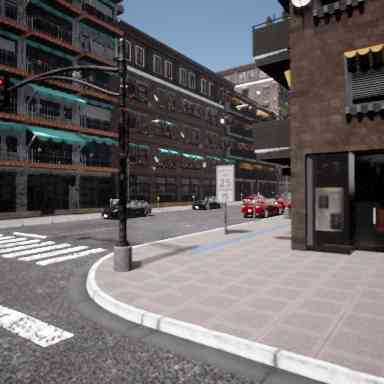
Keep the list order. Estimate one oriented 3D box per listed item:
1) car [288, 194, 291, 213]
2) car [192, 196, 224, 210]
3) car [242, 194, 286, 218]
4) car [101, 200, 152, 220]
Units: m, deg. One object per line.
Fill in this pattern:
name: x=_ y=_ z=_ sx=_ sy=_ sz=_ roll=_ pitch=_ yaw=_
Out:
car: x=8.553 y=1.082 z=29.808 sx=1.802 sy=1.307 sz=4.206 roll=1 pitch=1 yaw=35
car: x=1.728 y=1.112 z=34.680 sx=1.947 sy=1.339 sz=4.313 roll=1 pitch=1 yaw=35
car: x=5.346 y=1.135 z=25.142 sx=1.887 sy=1.381 sz=4.507 roll=1 pitch=1 yaw=35
car: x=-4.909 y=1.295 z=25.502 sx=1.947 sy=1.339 sz=4.313 roll=1 pitch=1 yaw=35
